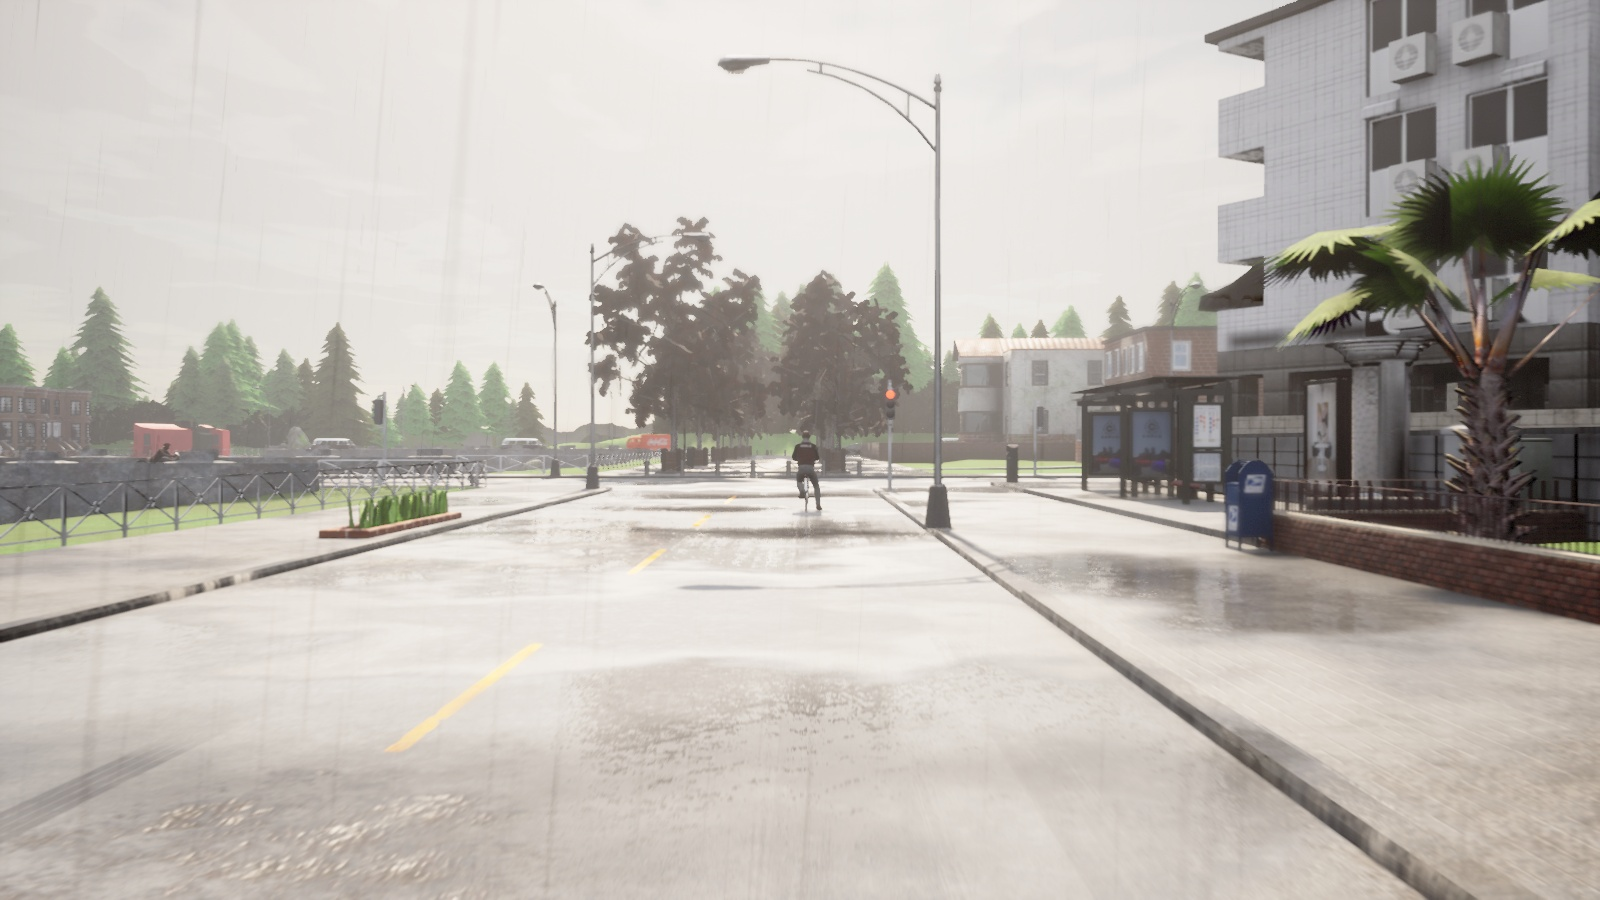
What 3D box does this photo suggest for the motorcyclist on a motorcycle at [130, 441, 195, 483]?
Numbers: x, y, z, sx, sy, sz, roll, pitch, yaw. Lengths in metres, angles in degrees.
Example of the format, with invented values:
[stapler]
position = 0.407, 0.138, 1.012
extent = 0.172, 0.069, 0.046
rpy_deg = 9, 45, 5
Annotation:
[motorcyclist on a motorcycle]
position = -23.773, 0.446, 46.853
extent = 2.044, 1.523, 0.797
rpy_deg = 0, 0, 1
